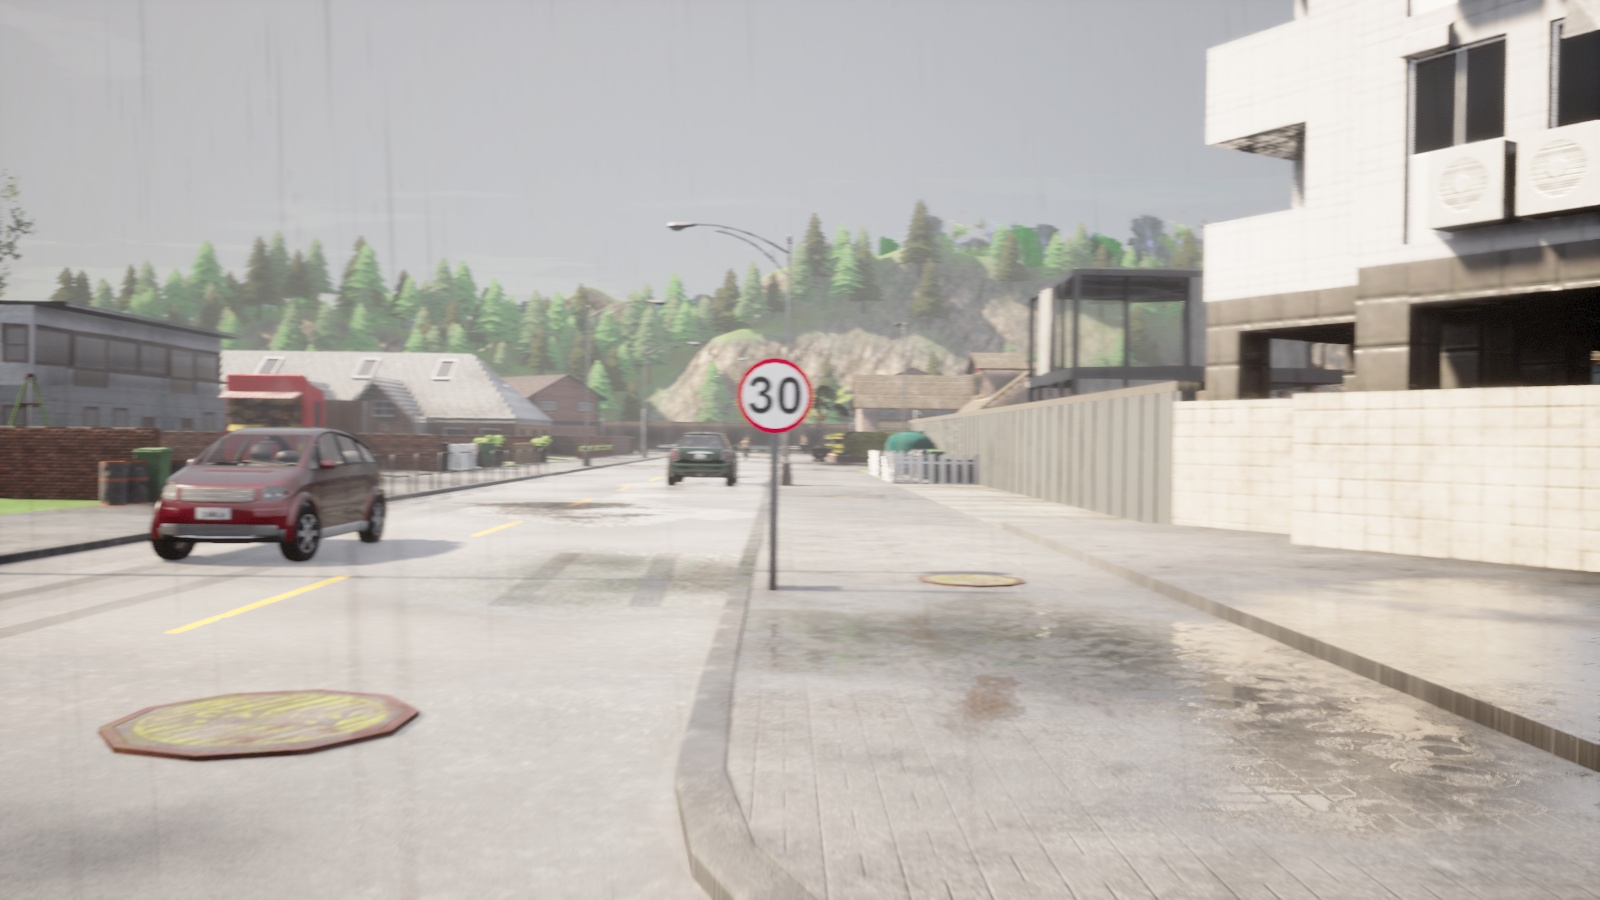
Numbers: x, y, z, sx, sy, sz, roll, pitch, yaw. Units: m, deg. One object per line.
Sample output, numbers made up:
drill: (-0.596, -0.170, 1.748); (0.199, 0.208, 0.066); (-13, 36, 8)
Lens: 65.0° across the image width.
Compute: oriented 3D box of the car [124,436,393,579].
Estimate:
car: (-6.518, 0.613, 15.574); (1.789, 1.549, 3.705); (0, 0, -1)

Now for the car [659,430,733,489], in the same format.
car: (-3.268, 0.265, 40.243); (2.097, 1.767, 4.553); (0, 0, -1)
